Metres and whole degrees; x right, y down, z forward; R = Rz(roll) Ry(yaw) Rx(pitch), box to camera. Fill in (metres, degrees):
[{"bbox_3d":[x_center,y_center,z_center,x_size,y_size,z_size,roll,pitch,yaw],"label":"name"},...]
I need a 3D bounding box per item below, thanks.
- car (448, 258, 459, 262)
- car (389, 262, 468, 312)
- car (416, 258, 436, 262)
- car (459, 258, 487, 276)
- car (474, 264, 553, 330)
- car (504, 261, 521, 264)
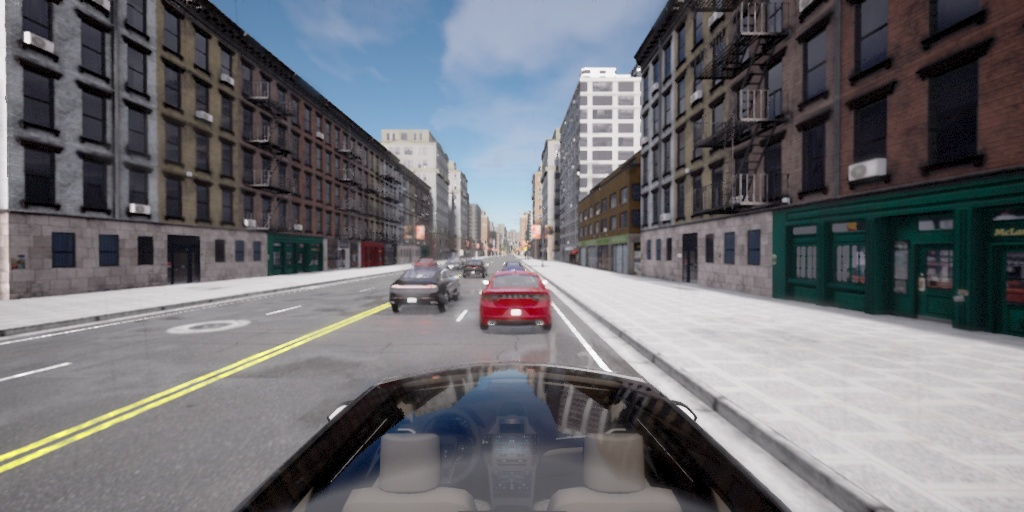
[{"bbox_3d":[-6.573,1.007,41.043,2.128,1.511,4.902,0,0,0],"label":"car"},{"bbox_3d":[-3.146,1.167,13.707,2.128,1.511,4.902,0,0,0],"label":"car"},{"bbox_3d":[-9.825,0.994,40.966,1.882,1.535,5.008,0,0,0],"label":"car"},{"bbox_3d":[-3.134,1.077,31.102,1.837,1.490,4.892,0,0,0],"label":"car"},{"bbox_3d":[0.104,1.170,10.962,1.882,1.535,5.008,0,0,0],"label":"car"},{"bbox_3d":[0.115,1.136,31.301,1.994,1.385,4.181,0,0,0],"label":"car"}]
